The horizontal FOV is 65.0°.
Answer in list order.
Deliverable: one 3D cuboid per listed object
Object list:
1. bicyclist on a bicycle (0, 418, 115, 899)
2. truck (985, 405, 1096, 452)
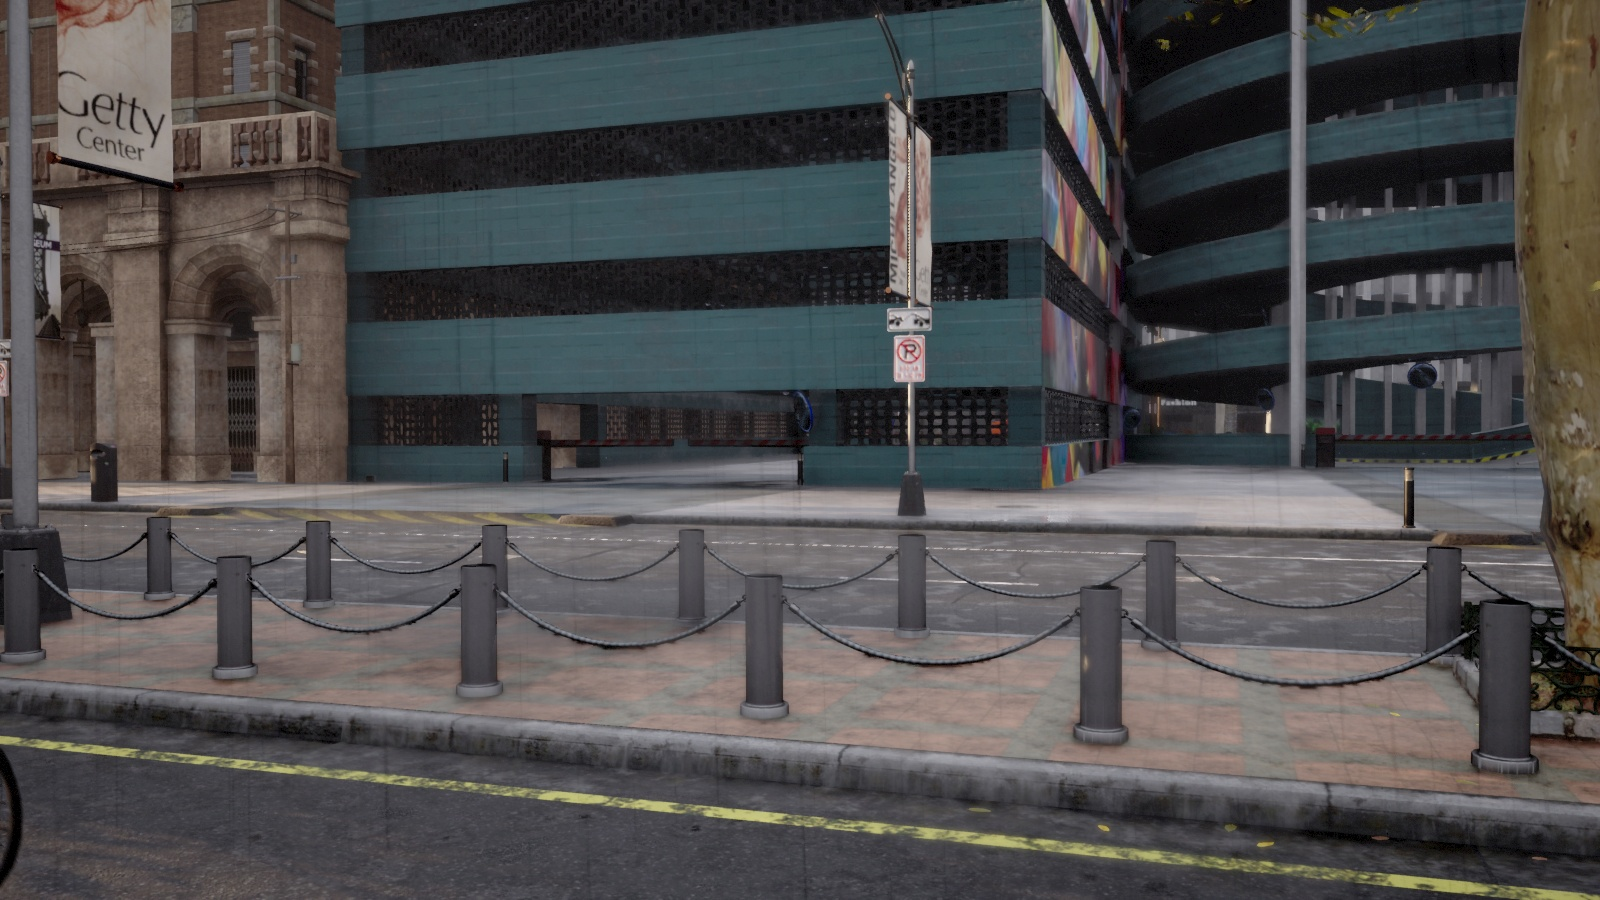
[{"bbox_3d":[-3.218,0.699,4.274,1.656,1.620,0.582,1,1,19],"label":"bicyclist on a bicycle"},{"bbox_3d":[18.161,-1.607,94.927,7.936,3.462,2.891,1,1,18],"label":"truck"}]
